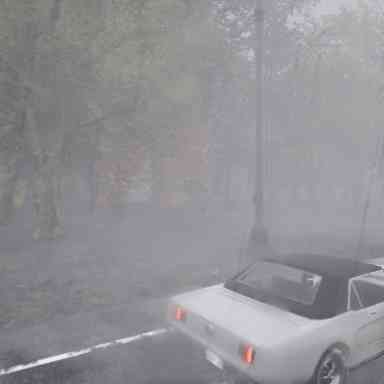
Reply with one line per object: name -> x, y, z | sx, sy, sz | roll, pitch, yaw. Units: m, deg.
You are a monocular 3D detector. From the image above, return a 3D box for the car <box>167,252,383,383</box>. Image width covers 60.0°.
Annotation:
car -> 2.101, 1.614, 5.013 | 4.718, 1.301, 1.895 | 0, 0, -34
